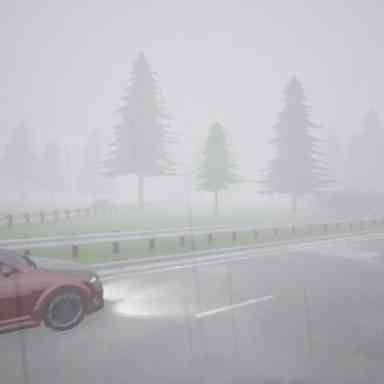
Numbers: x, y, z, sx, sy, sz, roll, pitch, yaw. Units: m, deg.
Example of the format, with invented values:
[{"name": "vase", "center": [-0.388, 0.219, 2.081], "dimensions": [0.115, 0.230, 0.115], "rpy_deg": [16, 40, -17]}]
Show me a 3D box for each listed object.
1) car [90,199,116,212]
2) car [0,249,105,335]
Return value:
[{"name": "car", "center": [-10.906, 1.588, 40.938], "dimensions": [1.837, 1.490, 4.892], "rpy_deg": [1, 0, 7]}, {"name": "car", "center": [-3.618, 1.565, 5.464], "dimensions": [4.181, 1.385, 1.994], "rpy_deg": [0, 0, -35]}]
